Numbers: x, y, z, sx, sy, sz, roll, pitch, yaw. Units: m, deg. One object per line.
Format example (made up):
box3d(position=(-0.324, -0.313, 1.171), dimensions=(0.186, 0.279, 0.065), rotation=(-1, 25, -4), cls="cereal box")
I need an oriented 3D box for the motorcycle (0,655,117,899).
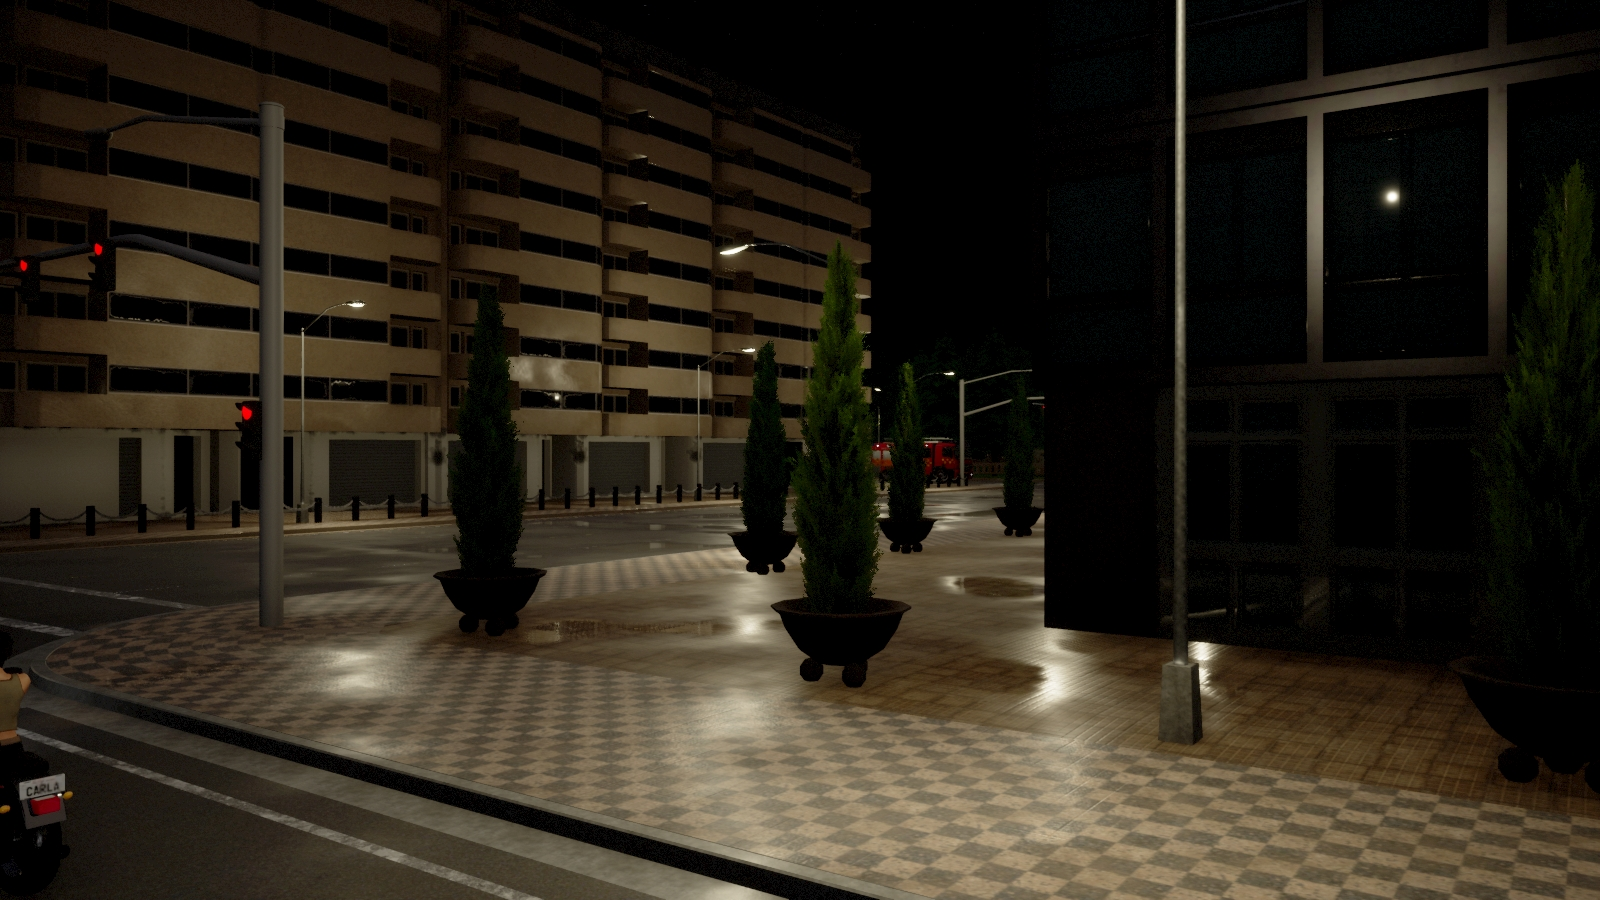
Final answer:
box3d(position=(-5.562, 2.151, 7.682), dimensions=(2.356, 1.307, 0.764), rotation=(0, 0, 35), cls="motorcycle")
